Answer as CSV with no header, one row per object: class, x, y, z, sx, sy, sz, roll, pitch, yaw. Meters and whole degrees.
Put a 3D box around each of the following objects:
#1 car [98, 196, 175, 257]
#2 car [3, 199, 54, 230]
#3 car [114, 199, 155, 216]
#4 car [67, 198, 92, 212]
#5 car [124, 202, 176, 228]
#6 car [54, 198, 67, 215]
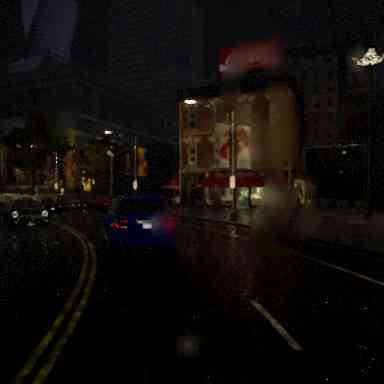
car,-2.263,1.149,12.979,2.150,2.045,5.566,0,0,-19
car,-10.301,1.234,20.544,2.097,1.767,4.553,0,0,-35
car,-5.580,1.419,31.641,1.895,1.301,4.718,0,0,-37
car,-13.068,1.351,34.697,5.357,1.411,2.033,0,0,42
car,-2.887,1.440,22.099,1.994,1.385,4.181,0,0,-29
car,-13.367,1.393,30.039,1.994,1.385,4.181,0,0,-44
